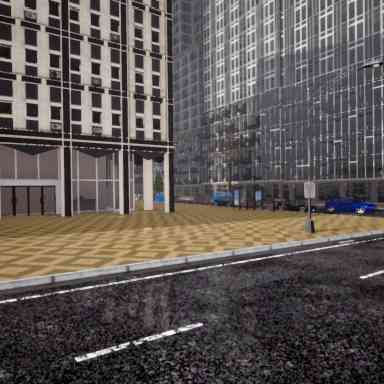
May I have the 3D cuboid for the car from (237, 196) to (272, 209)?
[{"bbox_3d":[7.815,1.388,39.947,1.802,1.307,4.206,0,1,-34],"label":"car"}]

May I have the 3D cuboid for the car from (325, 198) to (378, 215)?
[{"bbox_3d":[15.728,1.332,33.089,1.882,1.535,5.008,-1,1,-34],"label":"car"}]

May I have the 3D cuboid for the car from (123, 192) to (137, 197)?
[{"bbox_3d":[-17.098,0.688,91.728,2.008,1.369,4.403,0,1,-34],"label":"car"}]

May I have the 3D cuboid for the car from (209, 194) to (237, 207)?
[{"bbox_3d":[4.669,1.319,44.681,1.947,1.339,4.313,0,1,-34],"label":"car"}]

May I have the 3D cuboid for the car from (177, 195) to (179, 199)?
[{"bbox_3d":[-4.322,0.935,72.924,1.802,1.307,4.206,0,1,-34],"label":"car"}]

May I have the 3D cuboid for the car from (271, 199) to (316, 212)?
[{"bbox_3d":[10.995,1.424,35.234,1.947,1.339,4.313,0,1,-34],"label":"car"}]

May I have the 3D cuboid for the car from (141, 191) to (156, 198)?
[{"bbox_3d":[-10.710,0.685,82.324,1.967,1.590,4.097,0,1,-34],"label":"car"}]

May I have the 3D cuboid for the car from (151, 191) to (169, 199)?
[{"bbox_3d":[-7.516,0.614,77.622,2.192,1.841,5.009,0,1,-34],"label":"car"}]

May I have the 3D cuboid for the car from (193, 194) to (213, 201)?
[{"bbox_3d":[2.065,1.043,63.521,1.802,1.307,4.206,0,1,-34],"label":"car"}]

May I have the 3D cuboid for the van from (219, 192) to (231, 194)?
[{"bbox_3d":[5.258,0.855,58.816,1.690,1.788,3.998,0,1,-34],"label":"van"}]

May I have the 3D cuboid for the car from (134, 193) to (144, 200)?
[{"bbox_3d":[-11.255,1.039,68.216,2.008,1.369,4.403,0,1,-34],"label":"car"}]

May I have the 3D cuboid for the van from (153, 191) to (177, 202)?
[{"bbox_3d":[-4.867,0.937,58.810,1.690,1.788,3.998,0,1,-34],"label":"van"}]

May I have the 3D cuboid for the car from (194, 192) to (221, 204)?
[{"bbox_3d":[2.037,1.158,53.276,1.812,1.442,4.674,-1,1,-34],"label":"car"}]

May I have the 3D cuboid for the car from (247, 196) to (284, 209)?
[{"bbox_3d":[9.346,1.277,42.488,1.812,1.442,4.674,-1,1,-34],"label":"car"}]
